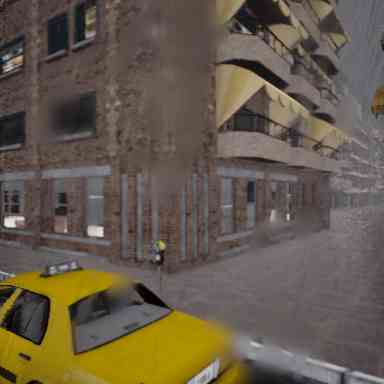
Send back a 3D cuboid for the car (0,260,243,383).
[{"bbox_3d":[-1.776,1.537,4.151,4.829,1.417,1.752,0,0,36],"label":"car"}]
